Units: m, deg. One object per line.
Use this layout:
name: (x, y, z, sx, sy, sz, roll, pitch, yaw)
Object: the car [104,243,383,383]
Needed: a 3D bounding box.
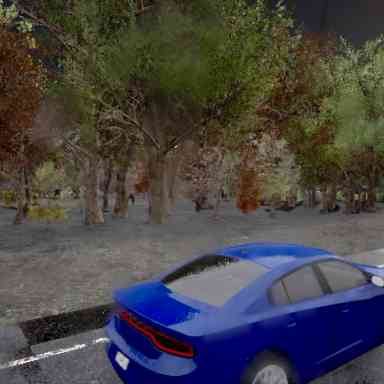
car: (1.331, 1.479, 4.689, 5.008, 1.535, 1.882, 0, 0, -35)
